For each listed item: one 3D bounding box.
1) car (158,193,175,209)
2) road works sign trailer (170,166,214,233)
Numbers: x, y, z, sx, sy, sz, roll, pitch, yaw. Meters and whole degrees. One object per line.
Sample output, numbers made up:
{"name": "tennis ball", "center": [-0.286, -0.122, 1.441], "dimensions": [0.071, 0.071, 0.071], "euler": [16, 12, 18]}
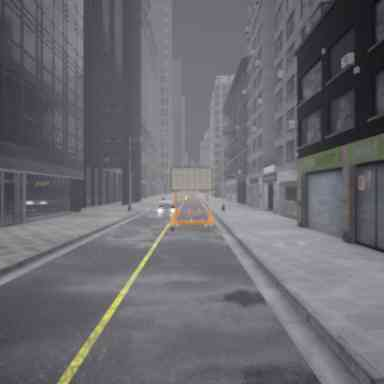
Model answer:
{"name": "car", "center": [-3.091, 1.249, 41.423], "dimensions": [1.812, 1.442, 4.674], "euler": [0, 0, 0]}
{"name": "road works sign trailer", "center": [-0.003, 0.342, 18.570], "dimensions": [2.380, 3.560, 2.880], "euler": [0, 0, 0]}
